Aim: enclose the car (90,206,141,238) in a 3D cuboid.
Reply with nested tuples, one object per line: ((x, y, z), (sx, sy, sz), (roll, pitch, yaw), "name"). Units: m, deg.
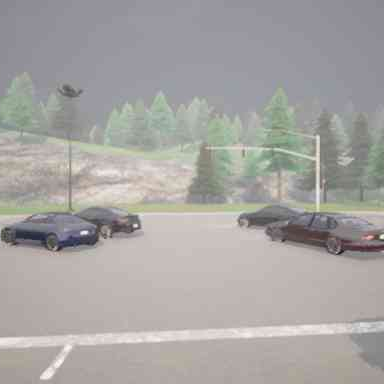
((-4.801, 1.452, 16.963), (4.674, 1.442, 1.812), (0, 0, 25), "car")

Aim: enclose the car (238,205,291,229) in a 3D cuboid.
((4.804, 1.442, 19.094), (1.812, 1.442, 4.674), (0, 0, -44), "car")

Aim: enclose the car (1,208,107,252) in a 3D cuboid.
((-5.828, 1.505, 13.570), (4.181, 1.385, 1.994), (0, 0, 30), "car")

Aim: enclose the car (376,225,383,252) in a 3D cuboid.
((3.539, 1.215, 1.514), (2.150, 2.045, 5.566), (0, 0, -1), "car")

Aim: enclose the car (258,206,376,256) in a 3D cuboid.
((5.149, 1.491, 13.080), (2.033, 1.411, 5.357), (0, 0, -25), "car")
